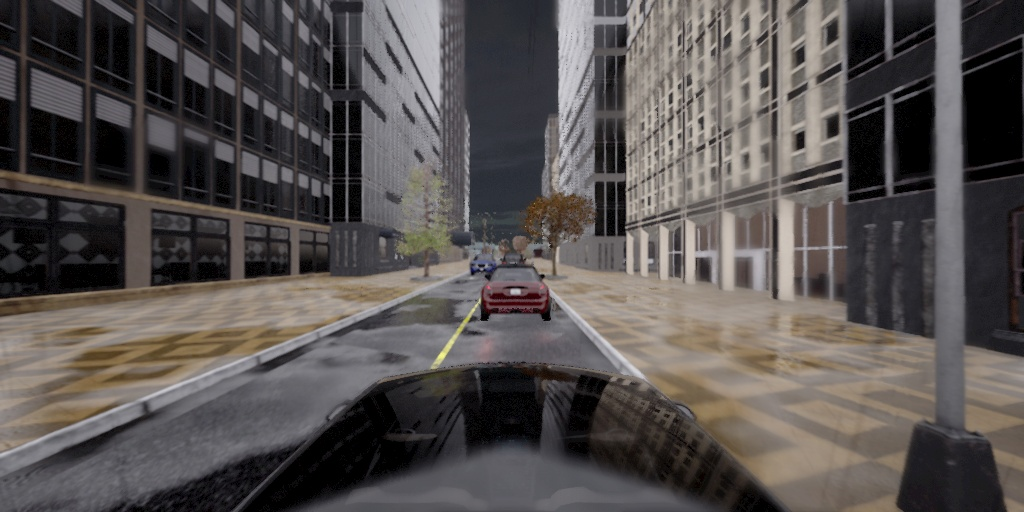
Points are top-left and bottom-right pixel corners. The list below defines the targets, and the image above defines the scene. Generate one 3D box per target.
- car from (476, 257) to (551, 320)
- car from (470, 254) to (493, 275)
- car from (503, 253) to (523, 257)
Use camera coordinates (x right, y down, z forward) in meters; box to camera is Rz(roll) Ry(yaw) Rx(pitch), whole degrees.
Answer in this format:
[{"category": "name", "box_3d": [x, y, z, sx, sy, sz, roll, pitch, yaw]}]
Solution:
[{"category": "car", "box_3d": [0.104, 1.030, 12.395, 2.097, 1.767, 4.553, 0, 0, 0]}, {"category": "car", "box_3d": [-2.739, 0.810, 35.007, 2.150, 2.045, 5.566, 0, 0, 0]}, {"category": "car", "box_3d": [0.110, 0.771, 31.837, 2.150, 2.045, 5.566, 0, 0, 0]}]
